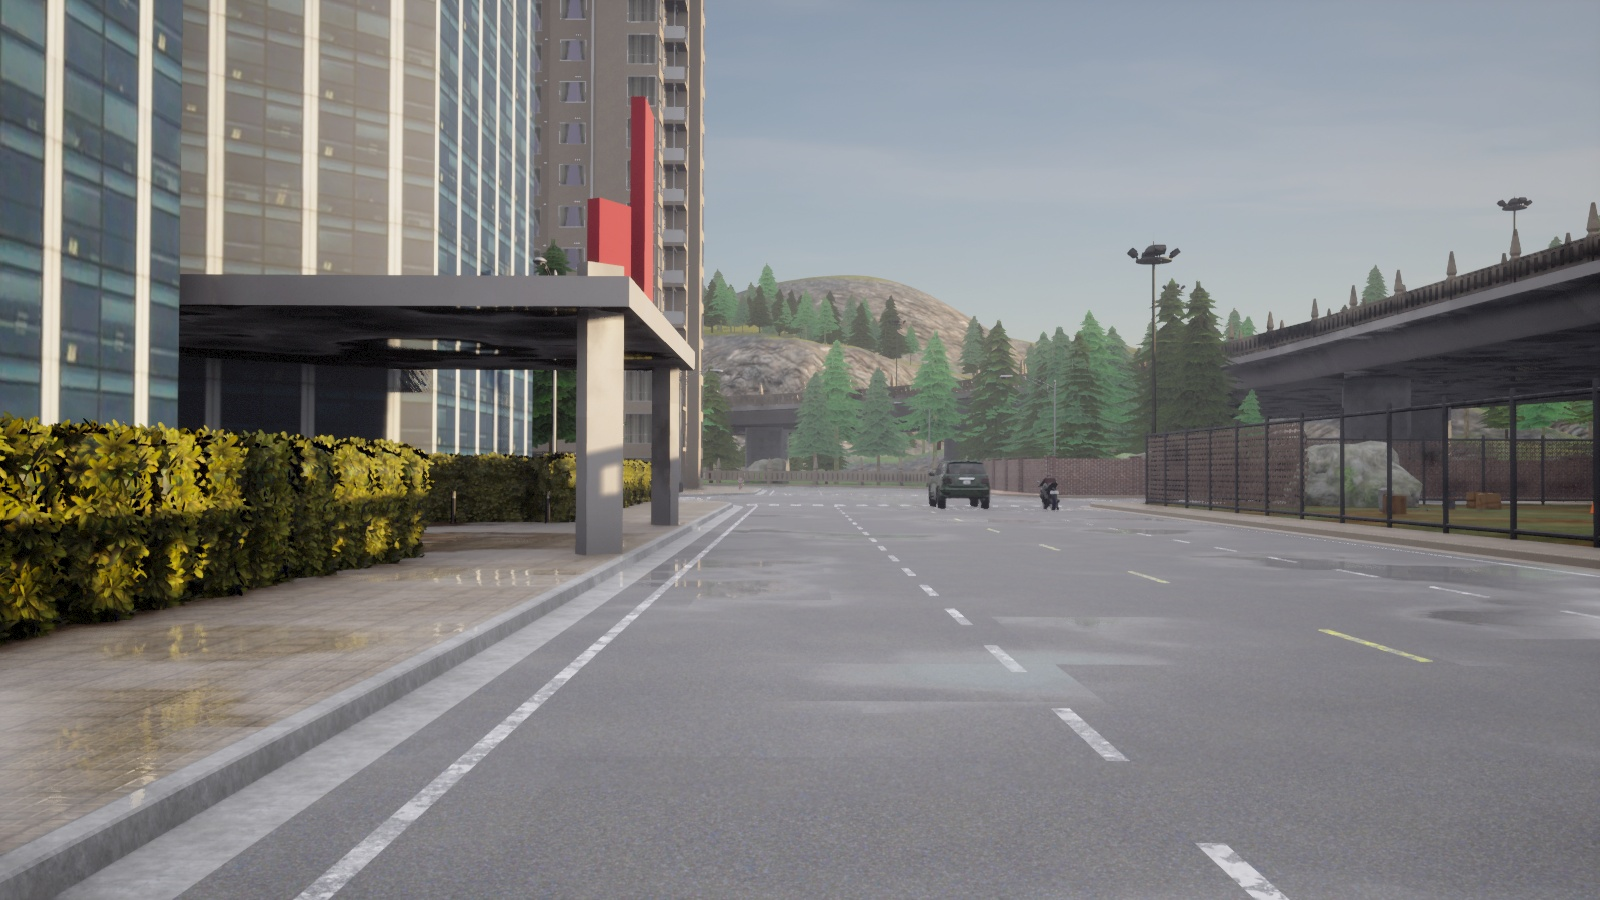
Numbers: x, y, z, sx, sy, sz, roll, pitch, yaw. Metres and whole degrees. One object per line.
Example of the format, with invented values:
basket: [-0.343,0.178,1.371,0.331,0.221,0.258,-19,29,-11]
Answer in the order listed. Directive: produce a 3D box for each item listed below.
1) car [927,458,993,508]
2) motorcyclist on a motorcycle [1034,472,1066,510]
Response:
car: [6.852,1.416,54.360,2.150,2.045,5.566,0,-1,0]
motorcyclist on a motorcycle: [10.361,1.682,52.150,0.866,1.530,2.191,0,-1,0]
